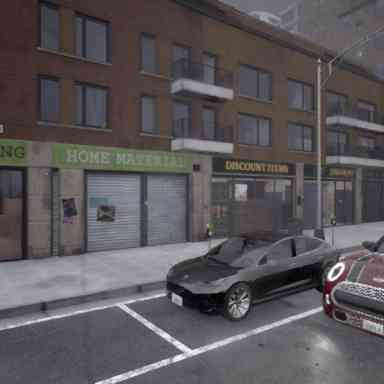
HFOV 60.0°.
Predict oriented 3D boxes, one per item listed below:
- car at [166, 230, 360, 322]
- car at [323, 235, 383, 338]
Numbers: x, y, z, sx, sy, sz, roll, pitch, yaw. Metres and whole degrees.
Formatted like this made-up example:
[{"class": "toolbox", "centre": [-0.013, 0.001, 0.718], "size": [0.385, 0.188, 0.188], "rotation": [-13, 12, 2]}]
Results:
[{"class": "car", "centre": [1.505, 1.566, 7.249], "size": [4.313, 1.339, 1.947], "rotation": [0, 0, -35]}, {"class": "car", "centre": [4.439, 1.352, 6.097], "size": [4.553, 1.767, 2.097], "rotation": [0, 0, -35]}]
